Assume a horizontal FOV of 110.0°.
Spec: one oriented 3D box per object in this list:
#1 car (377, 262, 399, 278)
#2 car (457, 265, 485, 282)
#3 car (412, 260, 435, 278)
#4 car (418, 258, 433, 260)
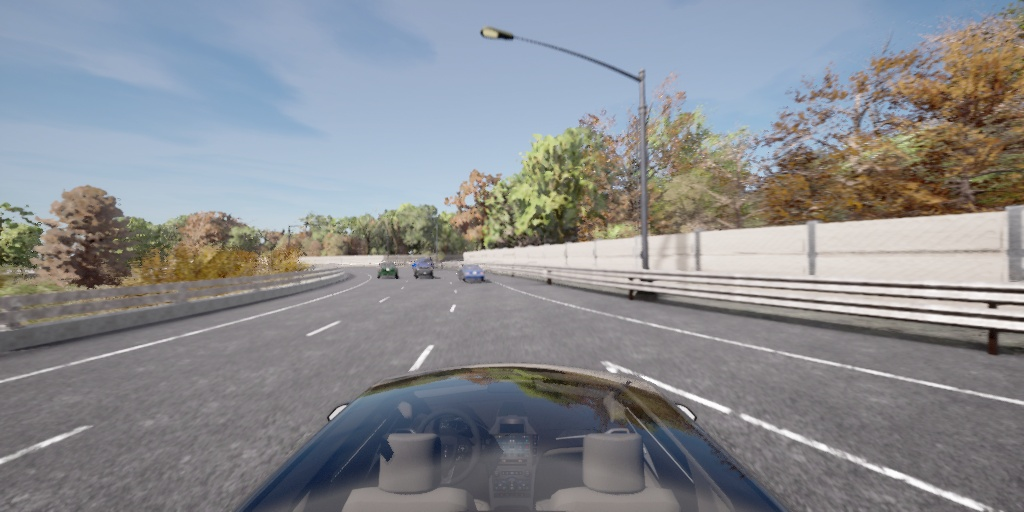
[{"bbox_3d":[-13.681,1.471,39.497,2.097,1.767,4.553,-1,0,-20],"label":"car"},{"bbox_3d":[-3.599,1.458,31.110,2.033,1.411,5.357,0,-1,-15],"label":"car"},{"bbox_3d":[-9.435,1.538,38.070,2.128,1.511,4.902,-1,0,-19],"label":"car"},{"bbox_3d":[-14.071,1.418,57.121,2.150,2.045,5.566,-1,0,-31],"label":"car"}]
